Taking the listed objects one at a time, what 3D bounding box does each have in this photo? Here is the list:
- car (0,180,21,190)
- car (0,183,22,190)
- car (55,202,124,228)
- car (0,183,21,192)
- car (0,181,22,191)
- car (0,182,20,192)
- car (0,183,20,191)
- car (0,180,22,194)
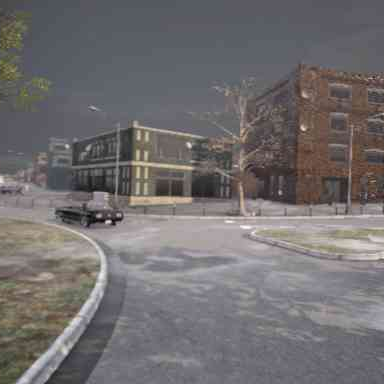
[{"bbox_3d":[-43.480,-1.657,78.405,5.566,2.045,2.435,2,1,-28],"label":"car"},{"bbox_3d":[-41.927,-1.288,75.956,5.366,1.575,1.946,2,1,-28],"label":"car"},{"bbox_3d":[-5.982,1.197,18.979,4.718,1.301,1.895,3,1,44],"label":"car"},{"bbox_3d":[-38.203,-0.964,68.641,5.008,1.535,2.097,2,1,-28],"label":"car"},{"bbox_3d":[-40.735,-1.430,73.431,5.566,2.045,2.435,2,1,-28],"label":"car"},{"bbox_3d":[-36.789,-0.973,66.101,4.553,1.767,2.185,2,1,-28],"label":"car"},{"bbox_3d":[-39.451,-1.068,70.982,4.892,1.521,2.231,2,1,-28],"label":"car"},{"bbox_3d":[-32.834,-0.657,58.760,4.553,1.767,2.185,2,1,-28],"label":"car"}]
